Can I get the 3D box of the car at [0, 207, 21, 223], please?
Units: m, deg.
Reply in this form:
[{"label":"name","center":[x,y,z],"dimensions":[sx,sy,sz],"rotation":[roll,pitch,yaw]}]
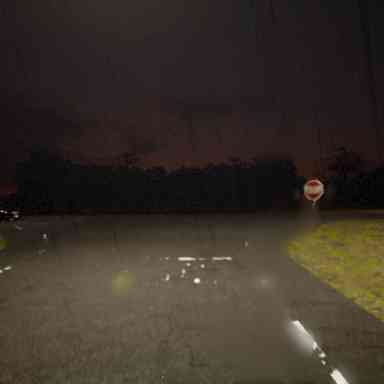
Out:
[{"label":"car","center":[-13.152,1.217,20.629],"dimensions":[4.674,1.442,1.812],"rotation":[0,-2,1]}]
